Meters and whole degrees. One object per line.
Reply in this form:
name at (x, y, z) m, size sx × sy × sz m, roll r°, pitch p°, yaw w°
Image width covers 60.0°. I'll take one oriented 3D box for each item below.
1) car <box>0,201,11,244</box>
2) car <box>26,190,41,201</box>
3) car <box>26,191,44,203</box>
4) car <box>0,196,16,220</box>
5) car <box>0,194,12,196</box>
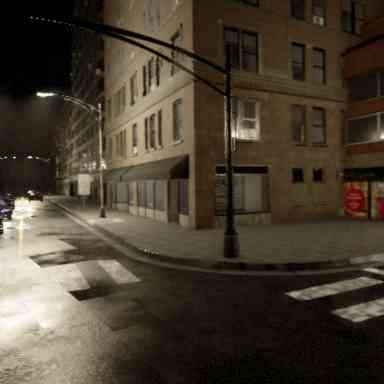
car at (-9.036, 1.338, 14.076) m, size 2.033 × 1.411 × 5.357 m, roll -2°, pitch 2°, yaw -27°
car at (-26.569, 0.541, 55.735) m, size 2.128 × 1.511 × 4.902 m, roll -2°, pitch 2°, yaw -27°
car at (-21.882, 0.694, 46.493) m, size 2.128 × 1.511 × 4.902 m, roll -2°, pitch 2°, yaw -27°
car at (-13.518, 1.208, 22.920) m, size 1.994 × 1.385 × 4.181 m, roll -2°, pitch 2°, yaw -27°
car at (-18.181, 0.982, 32.136) m, size 2.128 × 1.511 × 4.902 m, roll -2°, pitch 2°, yaw -27°
